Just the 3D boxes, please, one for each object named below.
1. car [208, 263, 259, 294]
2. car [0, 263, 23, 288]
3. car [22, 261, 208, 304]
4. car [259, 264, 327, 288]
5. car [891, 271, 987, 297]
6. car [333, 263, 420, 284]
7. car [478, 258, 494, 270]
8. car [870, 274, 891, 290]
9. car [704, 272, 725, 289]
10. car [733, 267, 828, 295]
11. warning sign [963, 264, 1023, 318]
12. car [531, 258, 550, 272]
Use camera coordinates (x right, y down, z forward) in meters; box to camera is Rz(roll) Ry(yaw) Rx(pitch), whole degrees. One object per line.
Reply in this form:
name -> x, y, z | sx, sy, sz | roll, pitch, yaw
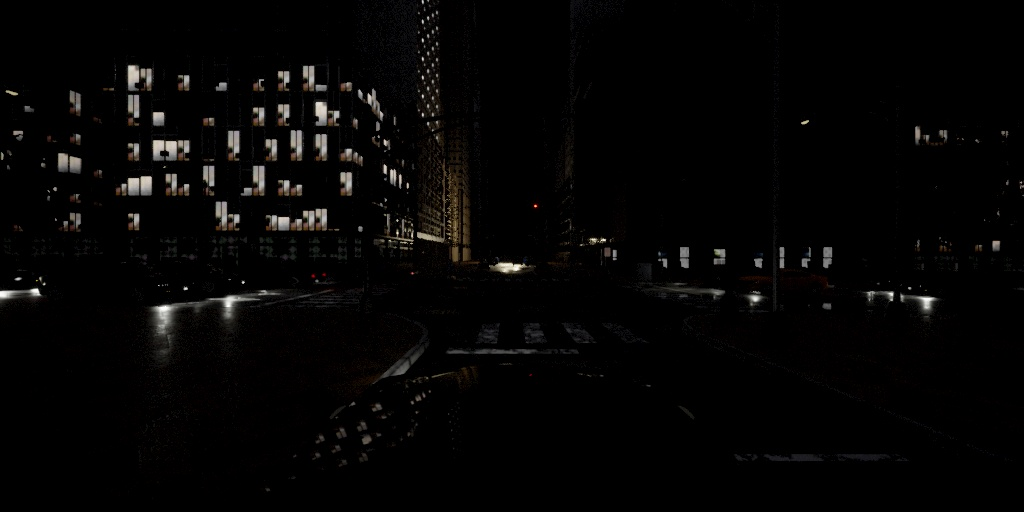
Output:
car -> -15.510, 0.994, 17.358 | 4.892, 1.490, 1.837 | 1, 0, -3
car -> -25.388, 0.873, 16.903 | 4.181, 1.385, 1.994 | 1, 0, -3
car -> -15.362, 0.998, 14.112 | 4.892, 1.490, 1.837 | 1, 0, -3
car -> -13.617, 1.124, 20.903 | 4.718, 1.301, 1.895 | 1, 0, -3
car -> 27.601, 1.770, 22.824 | 4.892, 1.490, 1.837 | -1, 0, -3
car -> -9.081, 1.148, 24.372 | 5.357, 1.411, 2.033 | 1, 0, -3
car -> -4.039, 1.342, 52.171 | 1.802, 1.307, 4.207 | 0, 0, 0
car -> 29.006, 1.799, 26.140 | 4.892, 1.490, 1.837 | 1, 0, -3
car -> 16.342, 1.546, 25.551 | 5.008, 1.535, 1.882 | 1, 0, -3
car -> 16.749, 1.554, 22.317 | 5.008, 1.535, 1.882 | 1, 0, -3
warning sign -> 17.272, 1.204, 12.881 | 1.060, 1.860, 1.300 | 0, 0, -3
car -> 3.915, 1.329, 46.680 | 1.948, 1.339, 4.313 | 0, 0, 0
